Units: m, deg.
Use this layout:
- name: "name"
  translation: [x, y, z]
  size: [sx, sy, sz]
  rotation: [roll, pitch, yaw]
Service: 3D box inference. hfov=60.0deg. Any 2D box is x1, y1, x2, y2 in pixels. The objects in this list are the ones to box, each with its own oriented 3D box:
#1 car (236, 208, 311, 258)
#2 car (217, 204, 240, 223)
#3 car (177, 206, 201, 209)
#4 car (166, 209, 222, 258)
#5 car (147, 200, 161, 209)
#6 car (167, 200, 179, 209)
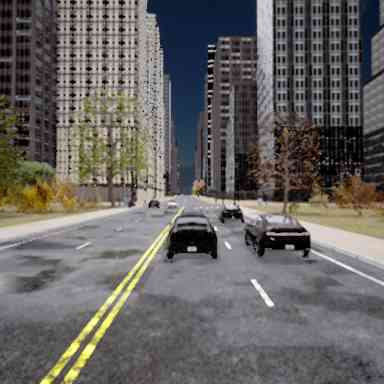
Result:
- name: "car"
  translation: [3.266, 1.640, 13.476]
  size: [2.128, 1.511, 4.902]
  rotation: [0, 0, 0]
- name: "car"
  translation: [3.267, 1.796, 28.473]
  size: [2.128, 1.511, 4.902]
  rotation: [0, 0, 0]
- name: "car"
  translation: [0.015, 1.901, 28.229]
  size: [1.895, 1.301, 4.718]
  rotation: [0, -1, 0]
- name: "car"
  translation: [0.016, 1.654, 13.459]
  size: [1.837, 1.490, 4.892]
  rotation: [0, 0, 0]
- name: "car"
  translation: [-6.517, 2.092, 57.547]
  size: [1.837, 1.490, 4.892]
  rotation: [0, -1, 0]
- name: "car"
  translation: [-3.273, 2.107, 57.150]
  size: [1.812, 1.442, 4.674]
  rotation: [0, -1, 1]
